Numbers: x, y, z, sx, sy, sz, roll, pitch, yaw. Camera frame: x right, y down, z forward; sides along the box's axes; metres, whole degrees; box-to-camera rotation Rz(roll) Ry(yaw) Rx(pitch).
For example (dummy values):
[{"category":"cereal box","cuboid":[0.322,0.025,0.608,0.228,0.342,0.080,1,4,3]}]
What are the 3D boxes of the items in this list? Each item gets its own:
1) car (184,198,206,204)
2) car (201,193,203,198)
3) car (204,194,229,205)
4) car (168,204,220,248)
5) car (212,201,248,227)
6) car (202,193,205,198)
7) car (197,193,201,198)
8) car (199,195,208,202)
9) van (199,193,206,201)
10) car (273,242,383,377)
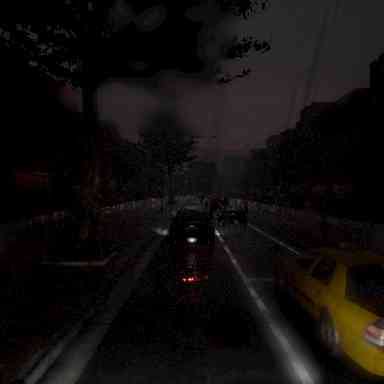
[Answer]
[{"category":"car","cuboid":[0.000,1.516,29.651,1.812,1.442,4.674,0,0,0]},{"category":"car","cuboid":[2.988,1.297,55.431,2.097,1.767,4.553,0,0,0]},{"category":"car","cuboid":[2.650,1.292,33.316,2.192,1.841,5.009,1,0,0]},{"category":"car","cuboid":[0.000,1.514,14.650,1.837,1.490,4.892,0,0,0]},{"category":"car","cuboid":[2.647,1.542,22.234,2.008,1.369,4.403,1,0,0]},{"category":"car","cuboid":[2.988,1.308,48.430,2.097,1.767,4.553,0,0,0]},{"category":"car","cuboid":[2.650,1.243,66.561,2.192,1.841,5.009,1,0,0]},{"category":"car","cuboid":[2.647,1.456,77.643,1.887,1.381,4.507,1,0,0]},{"category":"van","cuboid":[2.650,1.244,83.184,1.690,1.788,3.998,1,0,0]},{"category":"car","cuboid":[2.647,1.525,5.779,1.752,1.417,4.829,1,0,0]}]
